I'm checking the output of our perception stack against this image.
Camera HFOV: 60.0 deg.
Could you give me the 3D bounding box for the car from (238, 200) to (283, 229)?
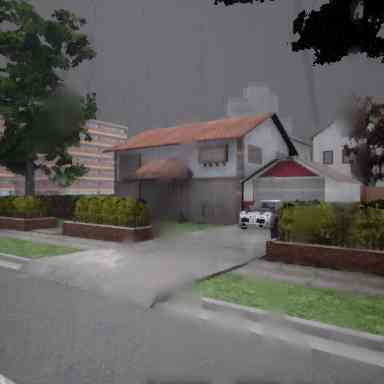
[{"bbox_3d":[4.004,1.168,17.454,1.970,1.475,3.806,0,0,36],"label":"car"}]
